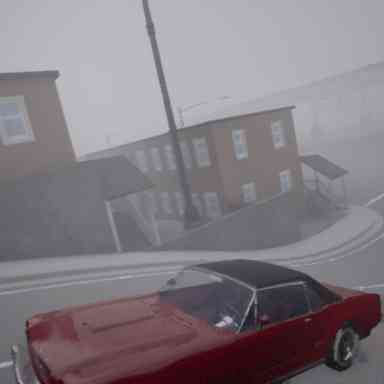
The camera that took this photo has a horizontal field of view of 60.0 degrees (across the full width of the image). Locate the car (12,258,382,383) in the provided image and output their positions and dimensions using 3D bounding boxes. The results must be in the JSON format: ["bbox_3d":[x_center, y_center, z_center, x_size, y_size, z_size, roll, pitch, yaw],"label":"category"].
[{"bbox_3d":[0.397,1.645,4.278,4.718,1.301,1.895,2,-1,-36],"label":"car"}]
